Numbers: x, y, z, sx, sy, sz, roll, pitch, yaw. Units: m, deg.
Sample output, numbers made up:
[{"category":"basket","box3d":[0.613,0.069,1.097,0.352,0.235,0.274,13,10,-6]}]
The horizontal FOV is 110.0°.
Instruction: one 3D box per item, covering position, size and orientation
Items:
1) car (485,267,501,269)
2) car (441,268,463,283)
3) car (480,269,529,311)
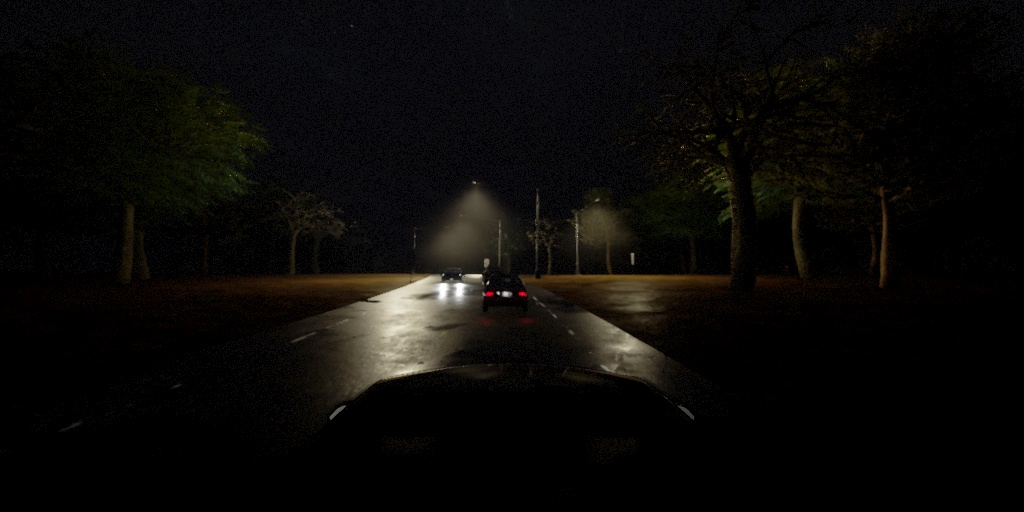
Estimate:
[{"category":"car","box3d":[-1.710,1.664,31.581,1.837,1.490,4.892,1,-1,-6]},{"category":"car","box3d":[-5.509,1.771,33.468,1.895,1.301,4.718,1,-1,-7]},{"category":"car","box3d":[-0.348,1.478,15.588,2.033,1.411,5.357,0,-1,-3]}]
